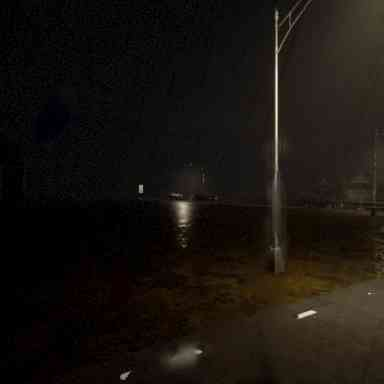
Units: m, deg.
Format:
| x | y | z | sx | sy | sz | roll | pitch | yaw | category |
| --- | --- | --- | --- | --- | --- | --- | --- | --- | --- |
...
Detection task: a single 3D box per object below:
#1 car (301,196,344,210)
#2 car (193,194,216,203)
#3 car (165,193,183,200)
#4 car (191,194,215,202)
| x | y | z | sx | sy | sz | roll | pitch | yaw | category |
| --- | --- | --- | --- | --- | --- | --- | --- | --- | --- |
| 14.960 | 1.262 | 38.262 | 1.837 | 1.490 | 4.892 | 2 | 0 | -35 | car |
| 2.135 | 1.038 | 56.404 | 1.837 | 1.490 | 4.892 | 2 | -1 | -35 | car |
| -3.993 | 0.956 | 71.235 | 1.895 | 1.301 | 4.718 | 2 | -1 | -35 | car |
| 2.047 | 1.100 | 62.709 | 1.837 | 1.490 | 4.892 | 2 | -1 | -35 | car |
